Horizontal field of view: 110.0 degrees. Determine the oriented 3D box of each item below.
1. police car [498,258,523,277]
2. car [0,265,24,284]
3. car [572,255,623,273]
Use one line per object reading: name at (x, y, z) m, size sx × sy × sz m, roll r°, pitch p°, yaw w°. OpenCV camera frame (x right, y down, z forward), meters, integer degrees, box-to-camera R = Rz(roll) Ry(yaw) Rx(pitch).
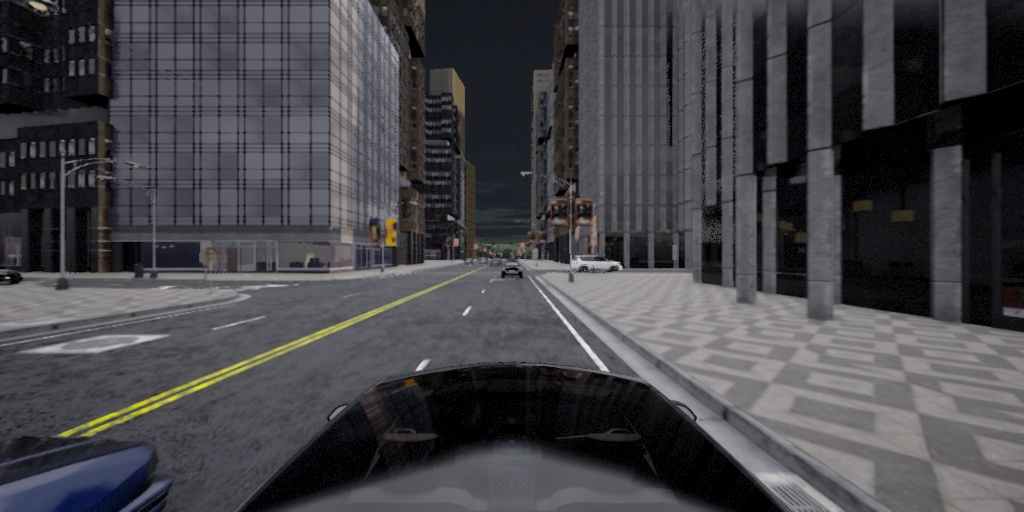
police car at (0.002, 1.236, 35.043) m, size 2.038 × 1.542 × 4.974 m, roll 0°, pitch 0°, yaw 0°
car at (-36.379, 1.231, 24.580) m, size 4.892 × 1.490 × 1.837 m, roll 0°, pitch 0°, yaw 10°
car at (9.456, 0.944, 40.216) m, size 5.566 × 2.045 × 2.150 m, roll 0°, pitch 0°, yaw 1°
